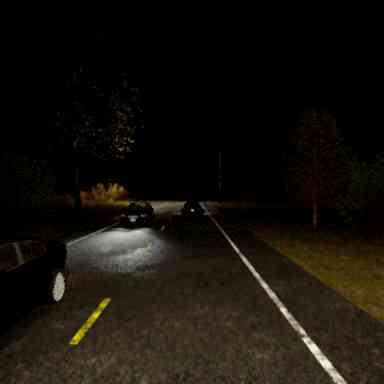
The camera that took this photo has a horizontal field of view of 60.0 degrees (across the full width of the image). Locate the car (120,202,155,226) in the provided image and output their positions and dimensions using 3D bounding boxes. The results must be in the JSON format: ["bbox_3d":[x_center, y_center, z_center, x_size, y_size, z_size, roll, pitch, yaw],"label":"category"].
[{"bbox_3d":[-3.639,1.459,22.884,2.128,1.511,4.902,0,0,0],"label":"car"}]

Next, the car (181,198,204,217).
[{"bbox_3d":[0.048,1.521,30.267,1.994,1.385,4.181,0,0,0],"label":"car"}]

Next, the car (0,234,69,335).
[{"bbox_3d":[-3.605,1.471,5.240,1.882,1.535,5.008,0,0,0],"label":"car"}]
